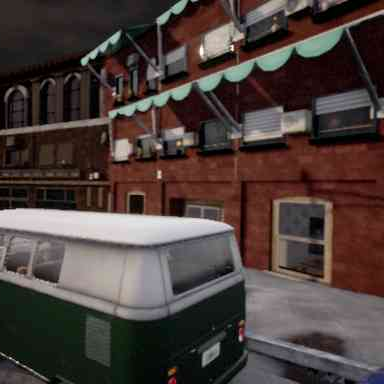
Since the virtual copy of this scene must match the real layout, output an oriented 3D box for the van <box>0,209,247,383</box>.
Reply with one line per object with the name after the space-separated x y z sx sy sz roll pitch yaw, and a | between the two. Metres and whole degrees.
-1.595 1.255 4.382 4.442 1.987 1.878 0 0 35 | van
